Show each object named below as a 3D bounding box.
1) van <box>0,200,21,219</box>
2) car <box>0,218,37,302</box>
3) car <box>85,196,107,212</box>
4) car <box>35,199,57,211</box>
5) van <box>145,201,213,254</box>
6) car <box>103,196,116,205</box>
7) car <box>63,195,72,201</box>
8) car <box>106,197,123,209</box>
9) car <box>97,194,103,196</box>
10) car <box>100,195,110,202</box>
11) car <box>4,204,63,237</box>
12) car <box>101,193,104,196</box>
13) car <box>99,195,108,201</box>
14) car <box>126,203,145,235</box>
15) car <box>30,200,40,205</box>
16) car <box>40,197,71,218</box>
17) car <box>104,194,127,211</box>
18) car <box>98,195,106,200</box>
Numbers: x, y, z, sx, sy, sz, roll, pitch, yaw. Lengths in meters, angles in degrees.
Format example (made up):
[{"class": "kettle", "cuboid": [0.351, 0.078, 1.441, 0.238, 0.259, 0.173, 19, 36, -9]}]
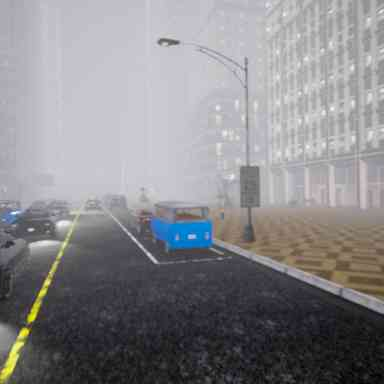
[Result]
[{"class": "van", "cuboid": [-11.932, 1.400, 21.027, 1.690, 1.788, 3.998, -1, 0, -17]}, {"class": "car", "cuboid": [-5.149, 1.596, 7.863, 1.994, 1.385, 4.181, -1, 0, -17]}, {"class": "car", "cuboid": [-11.161, 1.493, 37.851, 2.033, 1.411, 5.357, -1, 0, -17]}, {"class": "car", "cuboid": [-18.481, 1.583, 42.193, 2.008, 1.369, 4.403, -1, 0, -17]}, {"class": "van", "cuboid": [-0.545, 1.271, 12.959, 1.690, 1.788, 3.998, -1, 0, -17]}, {"class": "car", "cuboid": [-13.752, 1.444, 55.256, 1.947, 1.339, 4.313, -1, 0, -17]}, {"class": "car", "cuboid": [-31.583, 1.556, 84.528, 1.802, 1.307, 4.206, -1, 0, -17]}, {"class": "car", "cuboid": [-10.477, 1.437, 44.672, 1.887, 1.381, 4.507, -1, 0, -17]}, {"class": "car", "cuboid": [-14.210, 1.480, 47.627, 2.033, 1.411, 5.357, -1, 0, -17]}, {"class": "car", "cuboid": [-18.665, 1.407, 71.131, 2.008, 1.369, 4.403, -1, 0, -17]}, {"class": "car", "cuboid": [-8.119, 1.585, 17.442, 1.994, 1.385, 4.181, -1, 0, -18]}, {"class": "car", "cuboid": [-12.117, 1.201, 49.963, 2.192, 1.841, 5.009, -1, 0, -17]}, {"class": "car", "cuboid": [-20.354, 1.374, 76.584, 1.752, 1.417, 4.829, -1, 0, -17]}, {"class": "car", "cuboid": [-2.266, 1.470, 18.223, 1.887, 1.381, 4.507, -1, 0, -17]}, {"class": "car", "cuboid": [-16.843, 1.605, 36.902, 1.947, 1.339, 4.313, -1, 0, -17]}, {"class": "car", "cuboid": [-12.004, 1.496, 30.082, 2.128, 1.511, 4.902, -1, 0, -17]}, {"class": "car", "cuboid": [-8.841, 1.215, 39.379, 2.192, 1.841, 5.009, -1, 0, -17]}, {"class": "car", "cuboid": [-23.579, 1.400, 87.005, 1.947, 1.339, 4.313, -1, 0, -17]}]
